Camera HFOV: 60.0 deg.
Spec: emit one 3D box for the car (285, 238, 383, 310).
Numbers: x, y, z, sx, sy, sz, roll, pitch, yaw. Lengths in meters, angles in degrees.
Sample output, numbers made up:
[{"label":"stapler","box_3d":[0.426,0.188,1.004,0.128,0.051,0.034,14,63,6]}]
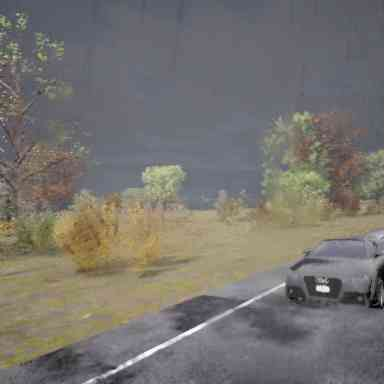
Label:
[{"label":"car","box_3d":[4.029,1.921,8.724,1.994,1.385,4.181,-6,-4,38]}]
